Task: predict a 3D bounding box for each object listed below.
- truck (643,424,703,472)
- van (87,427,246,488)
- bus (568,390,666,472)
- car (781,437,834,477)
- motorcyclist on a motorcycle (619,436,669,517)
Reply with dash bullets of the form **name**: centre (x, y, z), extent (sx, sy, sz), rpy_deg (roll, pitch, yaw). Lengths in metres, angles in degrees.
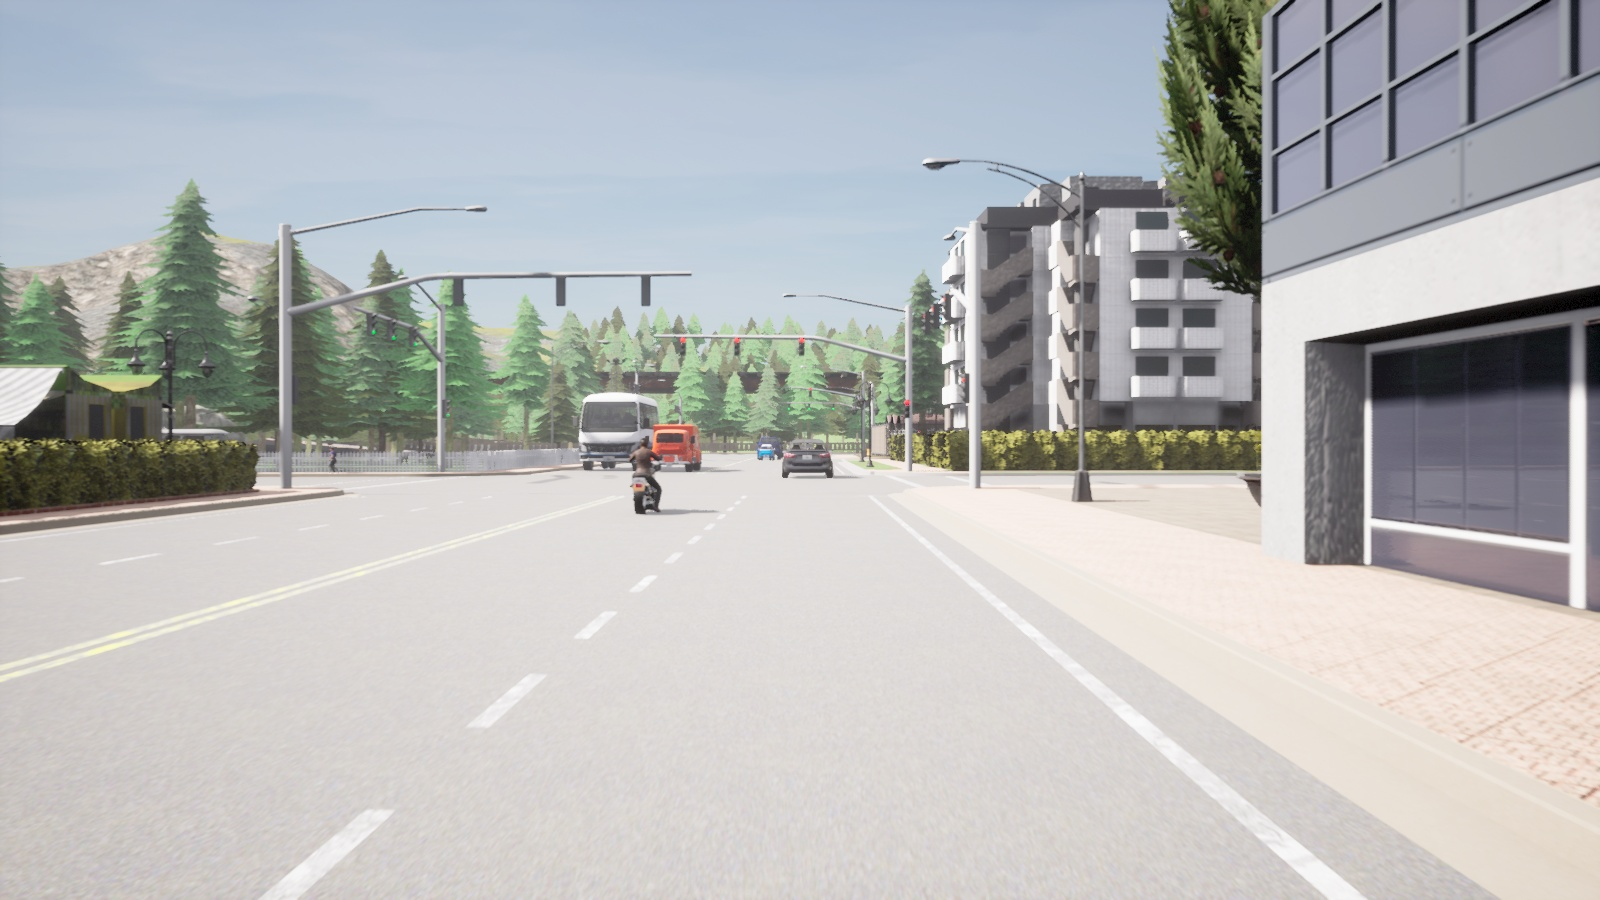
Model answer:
- **truck**: centre (-6.610, -0.118, 66.086), extent (2.627, 2.467, 5.204), rpy_deg (0, 0, 0)
- **van**: centre (-21.195, 0.245, 42.124), extent (4.442, 1.987, 1.775), rpy_deg (0, 0, -1)
- **bus**: centre (-10.083, -1.036, 70.608), extent (3.944, 4.253, 10.273), rpy_deg (0, 0, 0)
- **car**: centre (0.329, 0.280, 55.244), extent (2.242, 1.667, 4.611), rpy_deg (0, 0, 0)
- **motorcyclist on a motorcycle**: centre (-3.332, 0.542, 26.974), extent (0.766, 1.649, 2.350), rpy_deg (0, 0, 0)
